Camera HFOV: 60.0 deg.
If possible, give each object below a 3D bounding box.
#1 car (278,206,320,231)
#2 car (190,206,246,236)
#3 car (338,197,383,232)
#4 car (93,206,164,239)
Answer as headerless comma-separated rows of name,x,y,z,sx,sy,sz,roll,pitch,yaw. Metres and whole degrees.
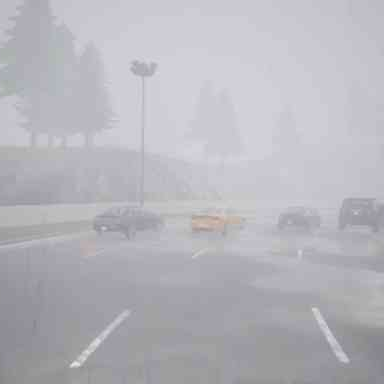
car,6.948,1.622,21.475,1.812,1.442,4.674,0,0,32
car,1.610,1.516,19.055,1.882,1.535,5.008,0,0,26
car,11.048,1.359,21.480,2.150,2.045,5.566,0,0,35
car,-3.172,1.480,17.595,2.128,1.511,4.902,0,0,22
